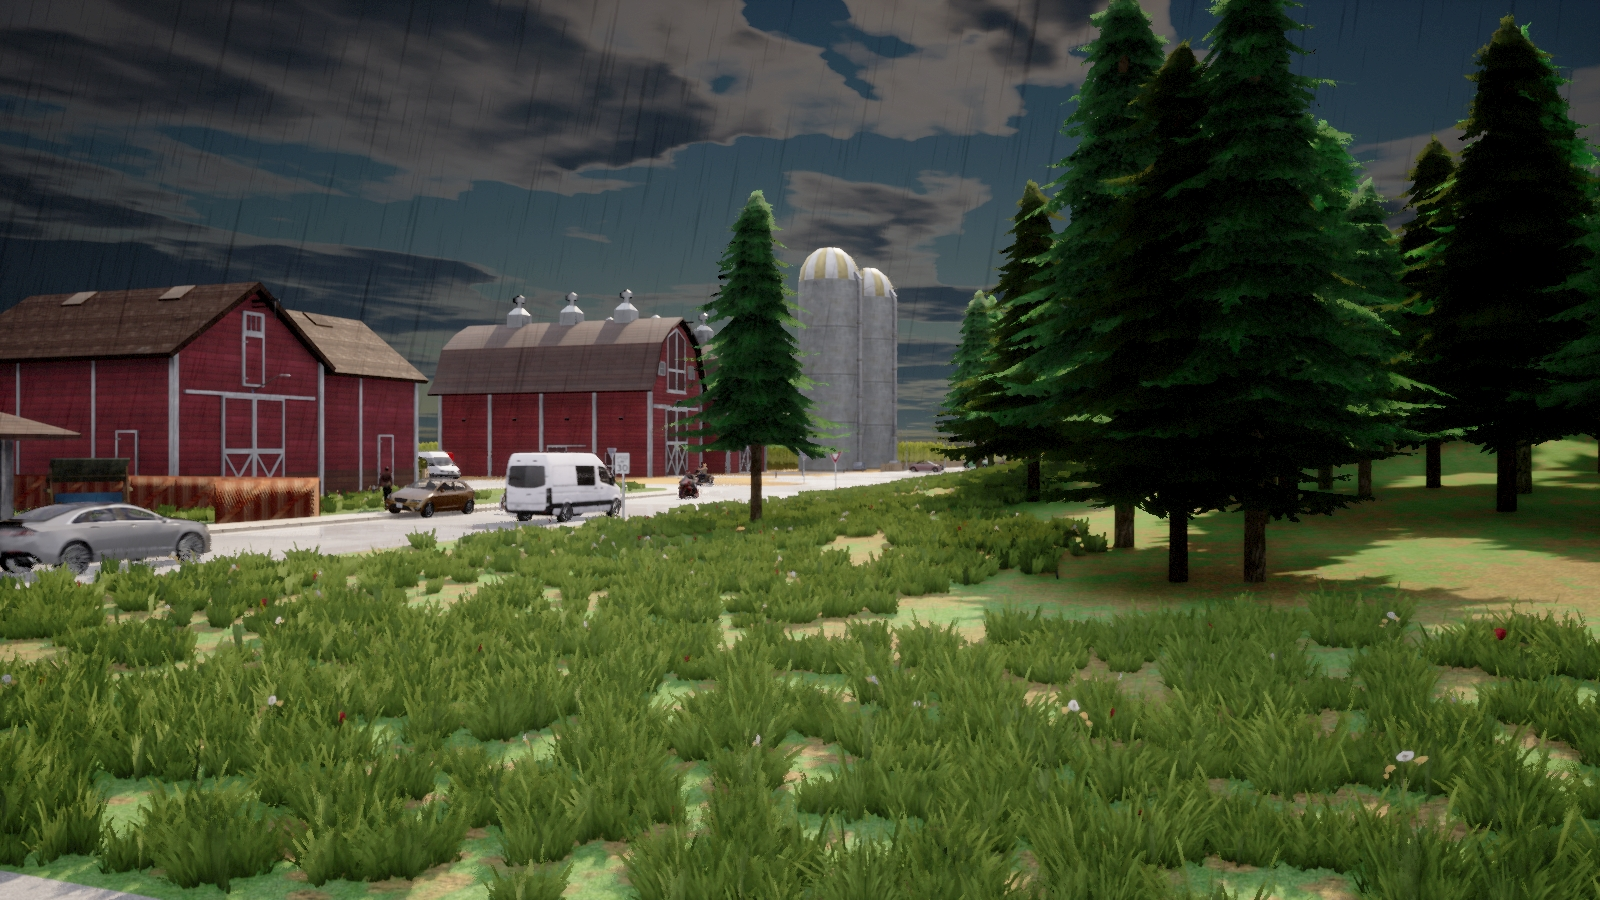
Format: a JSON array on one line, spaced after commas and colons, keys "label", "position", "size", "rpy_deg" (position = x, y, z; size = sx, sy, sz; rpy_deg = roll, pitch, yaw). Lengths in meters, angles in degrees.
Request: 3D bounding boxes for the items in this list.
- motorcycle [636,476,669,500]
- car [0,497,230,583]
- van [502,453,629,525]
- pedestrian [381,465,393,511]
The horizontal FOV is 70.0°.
[{"label": "motorcycle", "position": [-8.094, 2.066, 62.761], "size": [0.867, 1.251, 2.209], "rpy_deg": [0, 0, 20]}, {"label": "car", "position": [-15.553, 1.908, 25.559], "size": [2.128, 1.511, 4.902], "rpy_deg": [0, 0, 20]}, {"label": "van", "position": [-8.888, 1.395, 43.934], "size": [1.988, 2.561, 5.915], "rpy_deg": [0, 0, 20]}, {"label": "pedestrian", "position": [-16.969, 1.556, 46.943], "size": [0.375, 1.860, 0.375], "rpy_deg": [0, 0, -9]}]
